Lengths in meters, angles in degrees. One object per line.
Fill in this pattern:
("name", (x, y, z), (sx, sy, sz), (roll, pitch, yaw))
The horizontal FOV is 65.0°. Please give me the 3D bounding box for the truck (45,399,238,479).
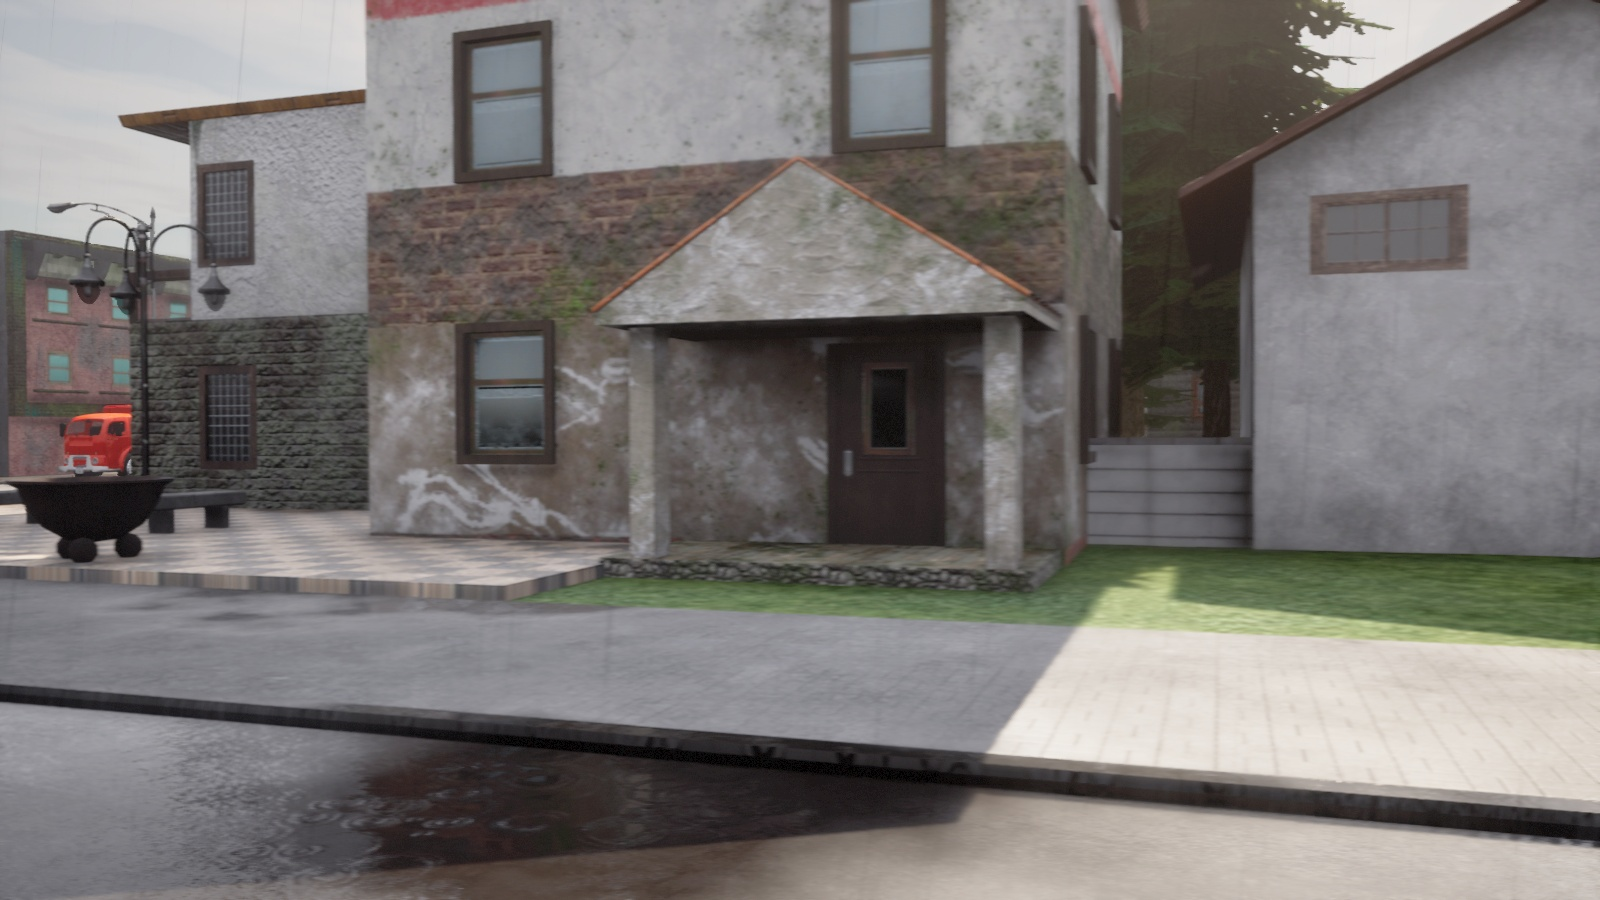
("truck", (-21.483, -0.385, 41.265), (2.627, 2.467, 5.204), (0, 1, 19))
